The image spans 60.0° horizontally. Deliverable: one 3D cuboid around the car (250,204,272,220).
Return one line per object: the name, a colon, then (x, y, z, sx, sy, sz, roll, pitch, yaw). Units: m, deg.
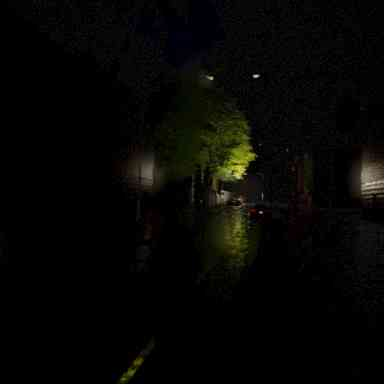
car: (6.754, 1.858, 32.390, 1.994, 1.385, 4.181, 2, 0, 13)

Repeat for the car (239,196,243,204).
car: (8.923, 2.034, 69.008, 2.008, 1.369, 4.403, 3, 0, 12)

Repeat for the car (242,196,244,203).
car: (10.022, 2.107, 74.345, 1.947, 1.339, 4.313, 3, 0, 12)

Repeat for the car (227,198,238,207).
car: (7.831, 1.955, 63.963, 1.752, 1.417, 4.829, 3, 0, 12)

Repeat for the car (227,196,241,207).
car: (7.455, 1.961, 62.025, 2.008, 1.369, 4.403, 3, 0, 12)

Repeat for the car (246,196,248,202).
car: (13.334, 2.044, 90.359, 2.192, 1.841, 5.009, 3, 0, 12)

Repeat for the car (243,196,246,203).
car: (12.221, 2.245, 85.021, 1.802, 1.307, 4.206, 3, 0, 12)
